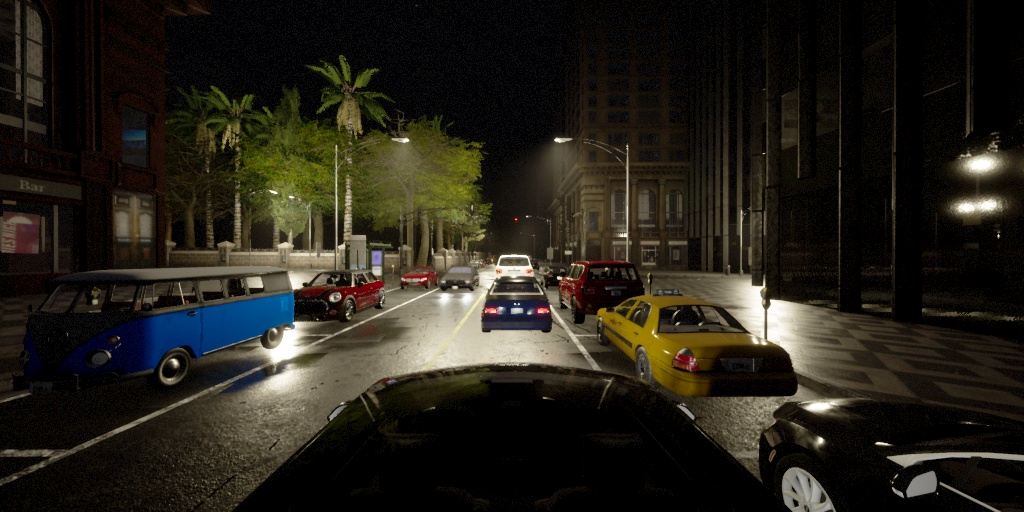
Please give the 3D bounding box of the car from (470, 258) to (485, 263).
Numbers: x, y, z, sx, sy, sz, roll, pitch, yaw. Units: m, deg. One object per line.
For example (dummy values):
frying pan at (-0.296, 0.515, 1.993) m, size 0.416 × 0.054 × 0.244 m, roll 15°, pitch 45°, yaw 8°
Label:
car at (-5.725, 1.270, 54.618) m, size 2.007 × 1.370 × 4.403 m, roll 0°, pitch 0°, yaw 0°

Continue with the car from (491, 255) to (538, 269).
car at (0.115, 0.966, 21.277) m, size 2.150 × 2.045 × 5.566 m, roll 0°, pitch 0°, yaw 0°

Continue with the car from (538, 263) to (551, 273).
car at (2.778, 1.309, 22.735) m, size 1.948 × 1.339 × 4.313 m, roll 0°, pitch 0°, yaw 0°

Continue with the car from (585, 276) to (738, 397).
car at (2.766, 1.274, 6.629) m, size 1.751 × 1.417 × 4.829 m, roll 0°, pitch 0°, yaw 0°

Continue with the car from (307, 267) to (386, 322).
car at (-5.756, 1.187, 11.906) m, size 1.967 × 1.591 × 4.097 m, roll 0°, pitch 0°, yaw 0°

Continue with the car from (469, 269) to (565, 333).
car at (0.109, 1.295, 10.706) m, size 2.033 × 1.411 × 5.357 m, roll 0°, pitch 0°, yaw 0°

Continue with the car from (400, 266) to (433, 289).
car at (-5.748, 1.325, 22.759) m, size 1.802 × 1.307 × 4.207 m, roll 0°, pitch 0°, yaw 0°

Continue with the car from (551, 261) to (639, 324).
car at (2.770, 1.062, 11.884) m, size 2.192 × 1.841 × 5.009 m, roll 0°, pitch 0°, yaw 0°

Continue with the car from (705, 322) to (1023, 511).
car at (2.762, 1.300, 1.033) m, size 2.007 × 1.370 × 4.403 m, roll 0°, pitch 0°, yaw 0°

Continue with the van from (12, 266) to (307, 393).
van at (-5.759, 1.090, 6.480) m, size 1.690 × 1.789 × 3.998 m, roll 0°, pitch 0°, yaw 0°

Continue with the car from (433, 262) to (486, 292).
car at (-3.003, 1.291, 21.743) m, size 2.033 × 1.411 × 5.357 m, roll 0°, pitch 0°, yaw 1°

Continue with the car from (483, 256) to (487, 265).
car at (-5.721, 1.155, 60.038) m, size 1.967 × 1.591 × 4.097 m, roll 0°, pitch 0°, yaw 0°
